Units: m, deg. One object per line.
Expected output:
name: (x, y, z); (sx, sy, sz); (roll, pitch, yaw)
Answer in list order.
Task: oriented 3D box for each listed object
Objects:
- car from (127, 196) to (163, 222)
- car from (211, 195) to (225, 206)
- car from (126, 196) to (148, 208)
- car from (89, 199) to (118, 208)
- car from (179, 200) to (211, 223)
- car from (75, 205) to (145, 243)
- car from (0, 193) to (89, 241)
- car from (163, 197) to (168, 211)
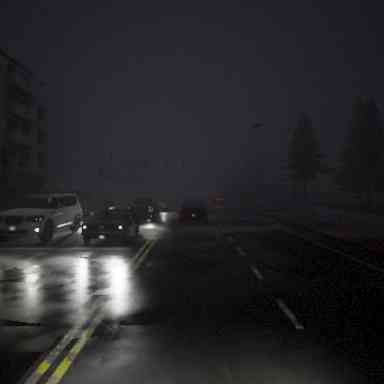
car: (-3.589, 1.160, 24.549); (2.097, 1.767, 4.553); (0, 0, 0)
car: (3.527, 1.133, 45.948); (2.128, 1.511, 4.902); (0, 1, 1)
car: (-7.006, 1.213, 42.855); (2.033, 1.411, 5.357); (0, 0, 0)
car: (-7.088, 1.287, 26.083); (2.128, 1.511, 4.902); (0, 0, 0)
car: (0.101, 1.294, 23.373); (1.882, 1.535, 5.008); (0, 0, 0)
car: (-3.592, 1.479, 15.504); (1.895, 1.301, 4.718); (0, 0, 0)
car: (-7.153, 1.095, 16.155); (2.150, 2.045, 5.566); (0, 0, 2)
car: (-3.569, 1.249, 35.460); (1.812, 1.442, 4.674); (0, 1, -1)
